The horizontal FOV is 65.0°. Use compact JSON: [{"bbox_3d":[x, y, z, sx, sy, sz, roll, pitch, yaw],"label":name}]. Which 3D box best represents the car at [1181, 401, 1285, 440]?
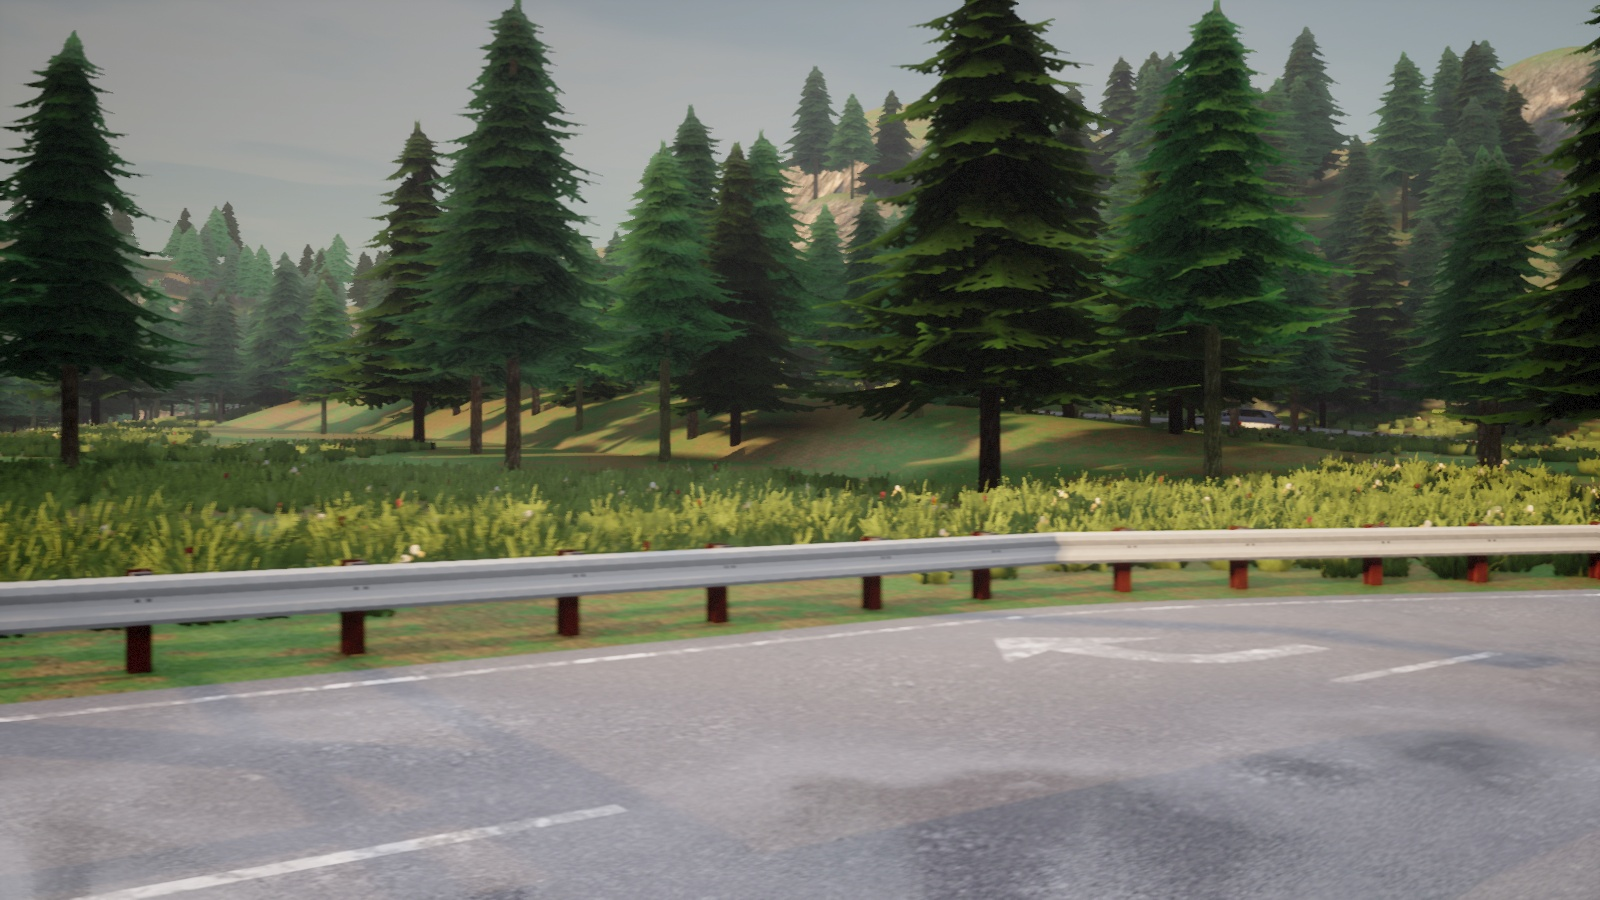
[{"bbox_3d":[22.948,-1.560,66.744,4.856,1.649,2.033,5,1,10],"label":"car"}]
